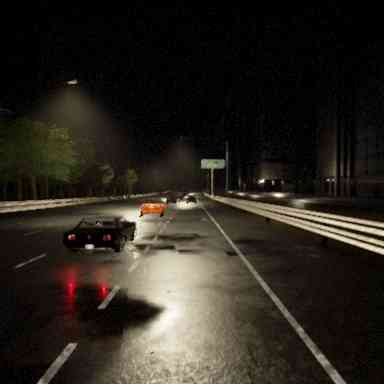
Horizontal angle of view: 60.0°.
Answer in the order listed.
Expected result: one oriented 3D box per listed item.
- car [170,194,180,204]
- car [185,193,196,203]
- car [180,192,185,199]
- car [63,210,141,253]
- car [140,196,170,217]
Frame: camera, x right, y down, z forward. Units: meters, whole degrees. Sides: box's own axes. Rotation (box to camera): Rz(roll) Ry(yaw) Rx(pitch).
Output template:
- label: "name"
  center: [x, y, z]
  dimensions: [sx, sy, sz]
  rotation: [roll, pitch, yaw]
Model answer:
- label: "car"
  center: [-3.687, 1.470, 61.292]
  dimensions: [1.837, 1.490, 4.892]
  rotation: [0, 0, 0]
- label: "car"
  center: [-0.101, 1.459, 65.488]
  dimensions: [1.837, 1.490, 4.892]
  rotation: [0, 0, 0]
- label: "car"
  center: [-3.700, 1.415, 95.227]
  dimensions: [1.994, 1.385, 4.181]
  rotation: [0, 0, 0]
- label: "car"
  center: [-3.512, 1.599, 13.661]
  dimensions: [1.895, 1.301, 4.718]
  rotation: [0, 0, 0]
- label: "car"
  center: [-3.553, 1.344, 31.266]
  dimensions: [2.097, 1.767, 4.553]
  rotation: [0, 0, 0]
